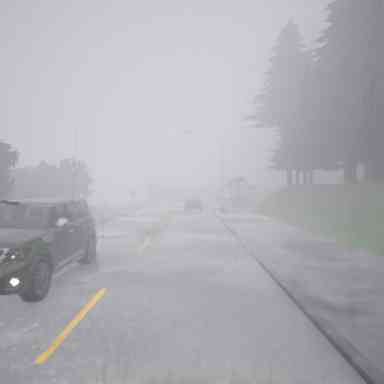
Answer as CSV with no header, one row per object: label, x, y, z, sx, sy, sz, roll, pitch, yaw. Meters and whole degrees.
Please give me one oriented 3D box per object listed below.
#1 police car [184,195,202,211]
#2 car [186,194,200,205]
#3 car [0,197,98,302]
police car,0.110,1.215,36.457,1.930,1.638,5.238,0,0,0
car,0.216,1.179,51.790,1.882,1.535,5.008,0,1,3
car,-4.095,1.174,8.508,2.150,2.045,5.566,0,0,0
